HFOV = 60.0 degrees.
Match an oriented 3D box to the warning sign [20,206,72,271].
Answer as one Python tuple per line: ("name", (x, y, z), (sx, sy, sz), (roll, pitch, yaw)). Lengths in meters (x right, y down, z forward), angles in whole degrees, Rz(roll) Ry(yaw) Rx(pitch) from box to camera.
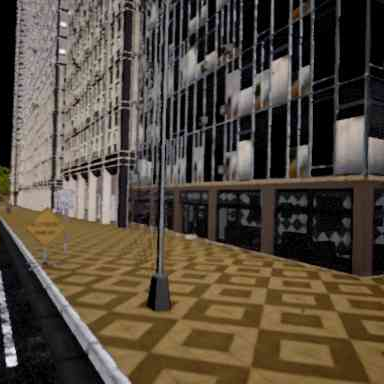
("warning sign", (-4.606, 1.402, 10.480), (1.300, 1.860, 1.060), (3, -2, -32))
